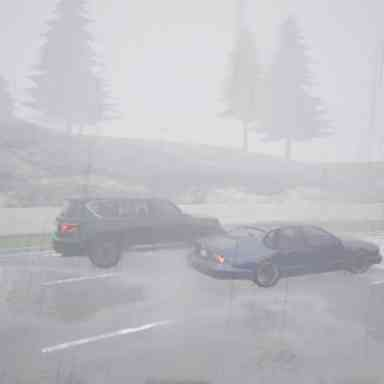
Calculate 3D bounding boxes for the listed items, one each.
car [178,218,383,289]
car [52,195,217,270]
[{"bbox_3d":[2.555,1.492,8.867,5.357,1.411,2.033,0,0,-25],"label":"car"},{"bbox_3d":[-1.555,1.125,10.860,5.566,2.045,2.150,0,0,-29],"label":"car"}]
